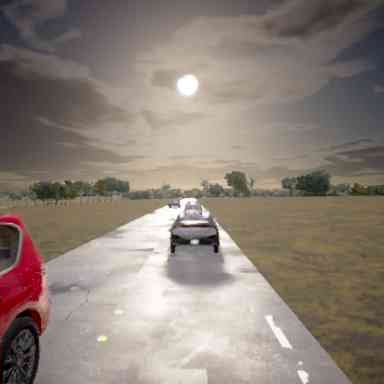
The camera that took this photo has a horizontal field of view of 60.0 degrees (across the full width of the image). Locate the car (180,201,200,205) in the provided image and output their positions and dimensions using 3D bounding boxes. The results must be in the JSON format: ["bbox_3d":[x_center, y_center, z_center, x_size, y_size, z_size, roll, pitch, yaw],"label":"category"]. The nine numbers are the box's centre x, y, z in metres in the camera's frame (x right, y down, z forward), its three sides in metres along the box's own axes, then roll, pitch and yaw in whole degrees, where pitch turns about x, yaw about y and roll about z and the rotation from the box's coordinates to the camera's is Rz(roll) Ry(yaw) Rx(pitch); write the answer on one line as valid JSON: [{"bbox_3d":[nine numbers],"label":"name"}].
[{"bbox_3d":[0.113,1.658,35.783,2.033,1.411,5.357,0,0,0],"label":"car"}]

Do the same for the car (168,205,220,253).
[{"bbox_3d":[0.098,1.495,13.793,2.128,1.511,4.902,0,0,0],"label":"car"}]

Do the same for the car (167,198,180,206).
[{"bbox_3d":[-2.765,1.751,52.950,1.837,1.490,4.892,0,-1,1],"label":"car"}]

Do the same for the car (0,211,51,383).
[{"bbox_3d":[-2.850,1.221,1.969,2.150,2.045,5.566,0,0,0],"label":"car"}]
